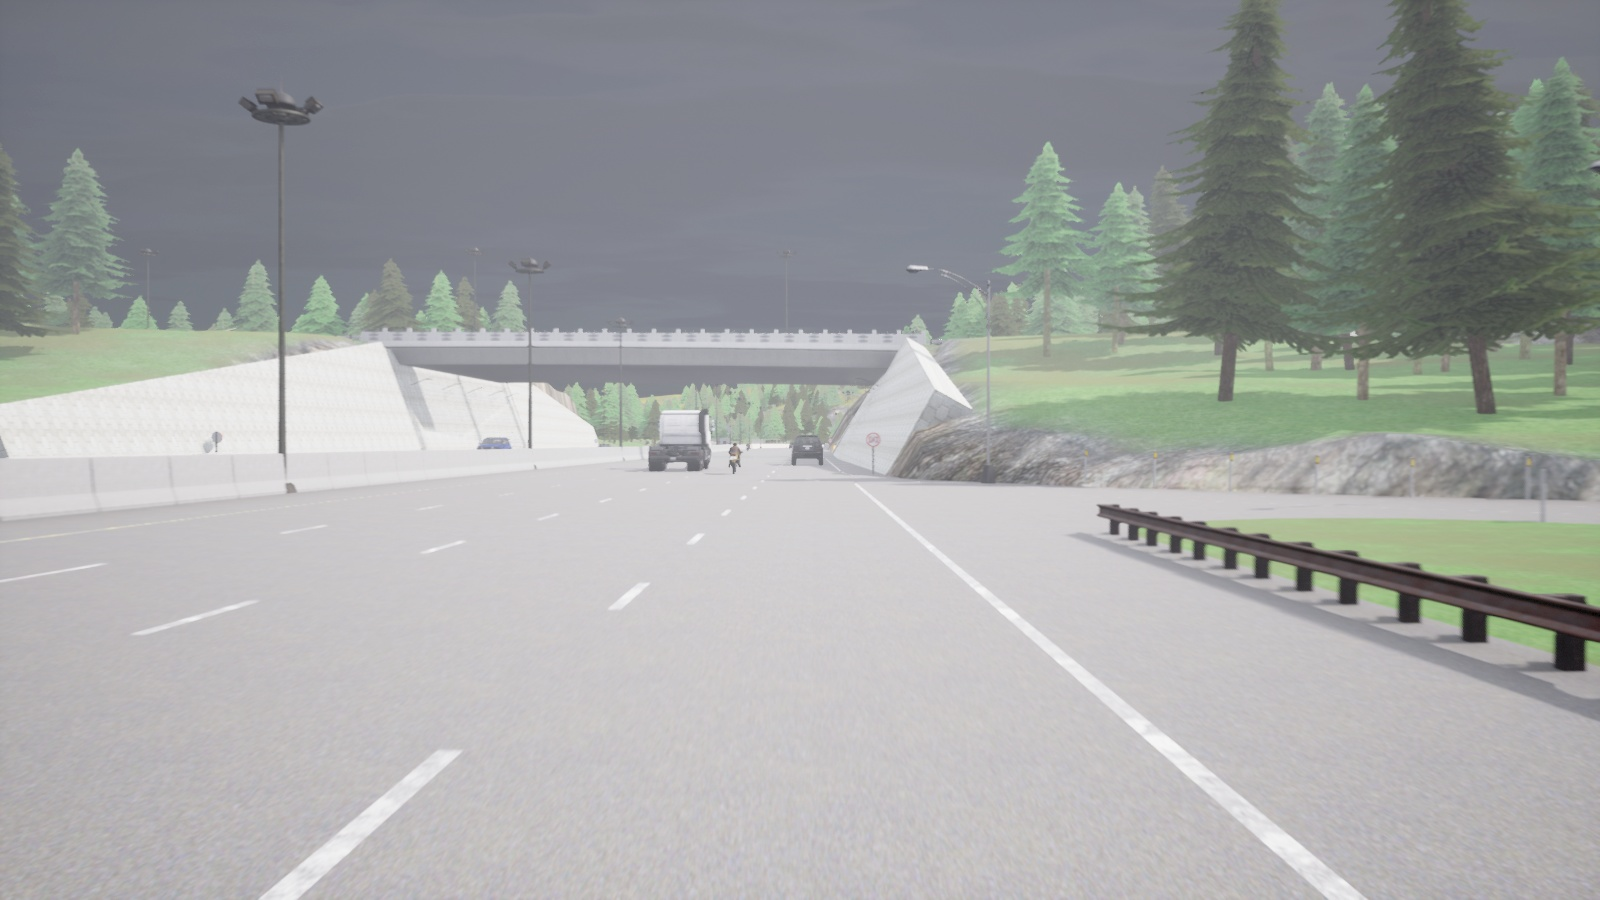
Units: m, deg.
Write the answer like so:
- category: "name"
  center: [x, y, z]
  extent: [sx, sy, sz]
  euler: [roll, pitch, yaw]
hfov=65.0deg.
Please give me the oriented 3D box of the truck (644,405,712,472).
- category: "truck"
  center: [-6.591, -0.625, 69.034]
  extent: [2.891, 3.462, 7.936]
  euler: [0, 0, 0]

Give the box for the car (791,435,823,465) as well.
- category: "car"
  center: [0.509, -0.017, 86.792]
  extent: [2.150, 2.045, 5.566]
  euler: [0, 0, 0]
